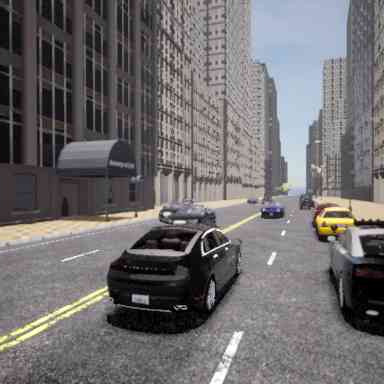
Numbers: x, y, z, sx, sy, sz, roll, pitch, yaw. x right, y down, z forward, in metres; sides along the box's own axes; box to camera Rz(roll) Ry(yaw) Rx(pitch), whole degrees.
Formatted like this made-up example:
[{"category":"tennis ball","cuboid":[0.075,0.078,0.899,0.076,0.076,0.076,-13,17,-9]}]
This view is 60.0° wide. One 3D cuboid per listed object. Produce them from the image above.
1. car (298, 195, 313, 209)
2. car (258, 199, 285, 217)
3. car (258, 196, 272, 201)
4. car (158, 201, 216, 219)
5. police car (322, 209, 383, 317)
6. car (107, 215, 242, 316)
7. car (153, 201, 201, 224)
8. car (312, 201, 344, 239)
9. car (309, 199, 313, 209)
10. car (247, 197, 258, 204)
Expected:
[{"category":"car","cuboid":[15.449,1.542,44.585,1.837,1.490,4.892,0,0,19]},{"category":"car","cuboid":[7.616,1.618,31.007,1.895,1.301,4.718,0,0,18]},{"category":"car","cuboid":[13.685,1.575,60.297,1.837,1.490,4.892,0,0,19]},{"category":"car","cuboid":[0.124,1.500,19.307,2.128,1.511,4.902,0,0,18]},{"category":"police car","cuboid":[4.191,1.425,7.452,1.930,1.638,5.238,0,0,18]},{"category":"car","cuboid":[-0.074,1.504,7.690,1.837,1.490,4.892,0,0,18]},{"category":"car","cuboid":[-1.031,1.506,26.179,2.128,1.511,4.902,0,0,18]},{"category":"car","cuboid":[7.348,1.461,17.026,1.801,1.575,5.366,0,0,18]},{"category":"car","cuboid":[9.168,1.488,22.543,1.882,1.535,5.008,0,0,18]},{"category":"car","cuboid":[12.023,1.629,65.476,2.033,1.411,5.357,0,0,19]}]
